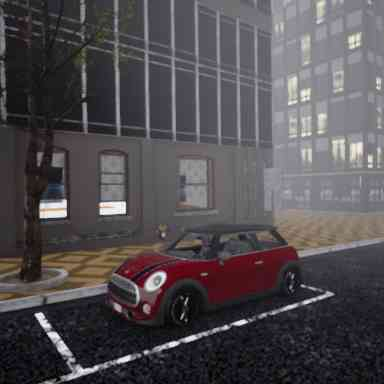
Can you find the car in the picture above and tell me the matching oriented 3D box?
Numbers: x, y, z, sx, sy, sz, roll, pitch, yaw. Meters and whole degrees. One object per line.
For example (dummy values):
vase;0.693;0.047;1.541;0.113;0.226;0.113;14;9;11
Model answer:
car;0.349;1.438;6.837;4.097;1.590;1.967;0;-1;-36
